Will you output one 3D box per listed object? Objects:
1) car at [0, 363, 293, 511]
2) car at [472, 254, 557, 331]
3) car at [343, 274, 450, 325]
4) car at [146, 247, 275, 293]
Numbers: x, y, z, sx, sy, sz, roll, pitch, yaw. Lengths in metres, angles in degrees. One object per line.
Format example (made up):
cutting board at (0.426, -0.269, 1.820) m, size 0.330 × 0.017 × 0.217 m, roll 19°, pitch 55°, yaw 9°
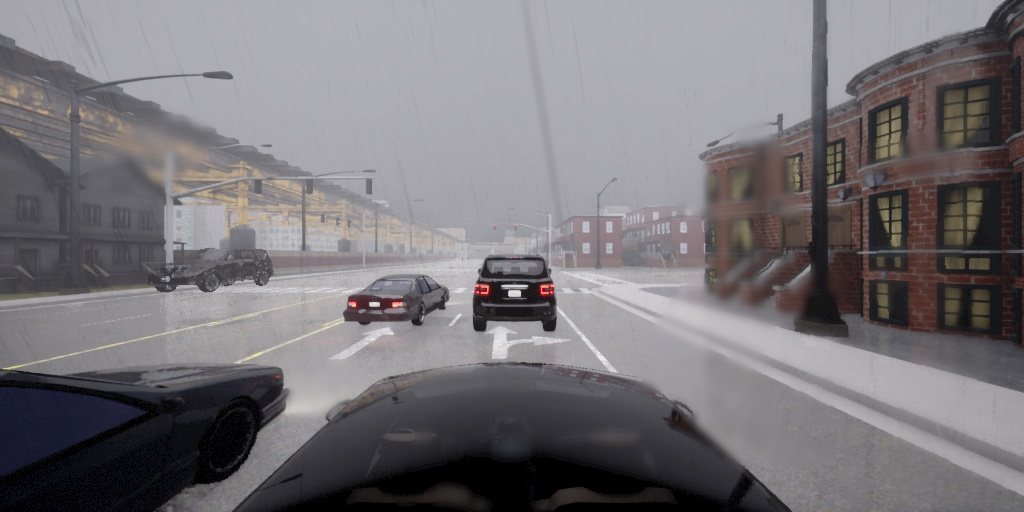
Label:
car at (-3.387, 1.298, 1.571) m, size 2.033 × 1.411 × 5.357 m, roll 0°, pitch 0°, yaw -1°
car at (0.082, 0.971, 11.076) m, size 2.150 × 2.045 × 5.566 m, roll 0°, pitch 0°, yaw 0°
car at (-3.443, 1.297, 11.757) m, size 2.033 × 1.411 × 5.357 m, roll 0°, pitch 0°, yaw 2°
car at (-14.018, 0.590, 17.242) m, size 2.150 × 2.045 × 5.566 m, roll 0°, pitch 0°, yaw 0°
